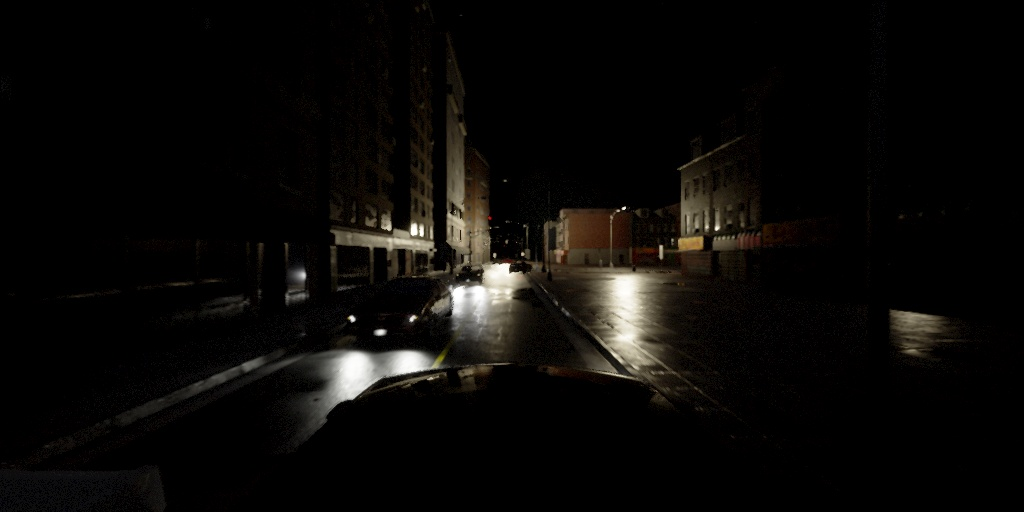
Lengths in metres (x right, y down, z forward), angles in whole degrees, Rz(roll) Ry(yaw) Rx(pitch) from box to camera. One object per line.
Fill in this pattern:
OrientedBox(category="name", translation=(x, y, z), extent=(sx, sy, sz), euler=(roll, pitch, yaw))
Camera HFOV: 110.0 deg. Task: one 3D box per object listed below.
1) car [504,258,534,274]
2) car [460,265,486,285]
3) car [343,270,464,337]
OrientedBox(category="car", translation=(1.107, 1.233, 40.275), extent=(2.128, 1.511, 4.902), euler=(-1, 0, 17))
OrientedBox(category="car", translation=(-2.974, 1.358, 26.486), extent=(1.895, 1.301, 4.718), euler=(0, 0, 0))
OrientedBox(category="car", translation=(-2.889, 1.307, 10.577), extent=(2.033, 1.411, 5.357), euler=(0, 0, 0))
